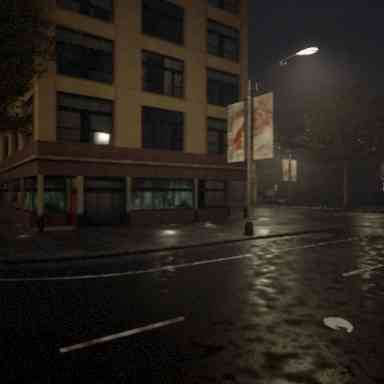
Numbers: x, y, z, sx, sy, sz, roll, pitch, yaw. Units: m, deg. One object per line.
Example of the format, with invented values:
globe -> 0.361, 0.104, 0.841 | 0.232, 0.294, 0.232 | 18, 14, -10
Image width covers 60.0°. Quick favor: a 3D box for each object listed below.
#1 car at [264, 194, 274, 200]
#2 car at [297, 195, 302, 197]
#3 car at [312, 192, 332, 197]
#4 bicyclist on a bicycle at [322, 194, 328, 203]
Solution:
car -> 18.646, 1.308, 84.378 | 2.161, 1.482, 4.786 | 0, 0, -36
car -> 28.298, 1.338, 90.828 | 1.895, 1.301, 4.718 | 0, 0, -36
car -> 29.123, 1.208, 76.895 | 2.002, 1.452, 4.674 | 0, 0, -36
bicyclist on a bicycle -> 23.342, 1.214, 58.274 | 1.656, 1.620, 0.582 | 0, 0, -36
